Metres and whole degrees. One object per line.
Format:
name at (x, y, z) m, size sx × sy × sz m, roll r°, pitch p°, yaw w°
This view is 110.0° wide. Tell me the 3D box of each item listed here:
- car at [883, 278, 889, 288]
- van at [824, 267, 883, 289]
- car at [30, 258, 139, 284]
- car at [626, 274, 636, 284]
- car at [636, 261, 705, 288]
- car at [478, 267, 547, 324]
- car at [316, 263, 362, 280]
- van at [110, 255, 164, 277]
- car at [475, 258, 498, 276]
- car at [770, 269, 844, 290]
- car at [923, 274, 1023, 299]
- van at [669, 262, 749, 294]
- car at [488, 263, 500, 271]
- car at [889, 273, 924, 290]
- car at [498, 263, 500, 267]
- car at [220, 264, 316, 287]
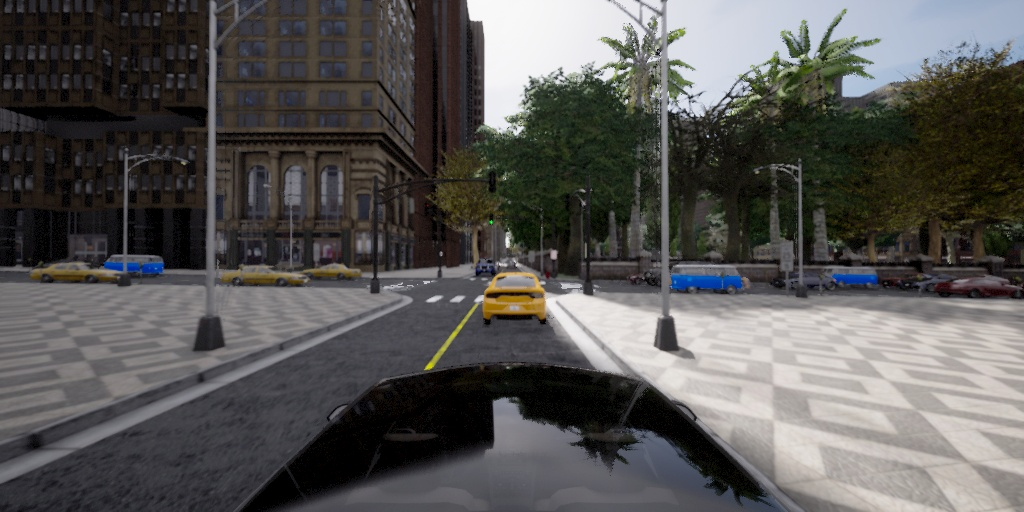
car at (33.951, 2.106, 30.400) m, size 4.507 × 1.381 × 1.888 m, roll 0°, pitch 0°, yaw 0°
van at (28.428, 1.810, 30.415) m, size 3.998 × 1.789 × 1.690 m, roll 0°, pitch 0°, yaw 0°
car at (-26.412, 0.988, 22.039) m, size 4.829 × 1.417 × 1.751 m, roll 0°, pitch 0°, yaw 0°
car at (11.857, 1.778, 30.460) m, size 4.207 × 1.307 × 1.802 m, roll 0°, pitch 0°, yaw 0°
car at (12.974, 1.404, 27.806) m, size 5.566 × 2.045 × 2.150 m, roll 1°, pitch -1°, yaw 0°
car at (0.156, 1.298, 12.357) m, size 1.882 × 1.535 × 5.008 m, roll 0°, pitch 0°, yaw 2°
car at (-15.399, 1.274, 30.534) m, size 4.829 × 1.417 × 1.751 m, roll 0°, pitch 0°, yaw 0°
van at (-32.239, 0.813, 30.579) m, size 3.998 × 1.789 × 1.690 m, roll 0°, pitch 0°, yaw 0°
car at (-3.148, 1.286, 43.294) m, size 2.150 × 2.045 × 5.566 m, roll 0°, pitch -1°, yaw 0°
car at (22.512, 1.905, 27.771) m, size 4.181 × 1.385 × 1.994 m, roll 1°, pitch -1°, yaw 0°
car at (28.417, 1.951, 21.890) m, size 4.207 × 1.307 × 1.802 m, roll 0°, pitch 0°, yaw 0°
van at (11.847, 1.436, 21.935) m, size 3.998 × 1.789 × 1.690 m, roll 0°, pitch 0°, yaw 0°
car at (-3.073, 1.851, 63.321) m, size 1.895 × 1.301 × 4.718 m, roll 0°, pitch -1°, yaw 0°
car at (32.522, 2.070, 27.741) m, size 4.181 × 1.385 × 1.994 m, roll 1°, pitch -1°, yaw -1°
car at (-3.123, 1.754, 53.108) m, size 1.895 × 1.301 × 4.718 m, roll 0°, pitch -1°, yaw 0°
car at (-15.071, 1.173, 22.008) m, size 4.829 × 1.417 × 1.751 m, roll 0°, pitch 0°, yaw 0°
